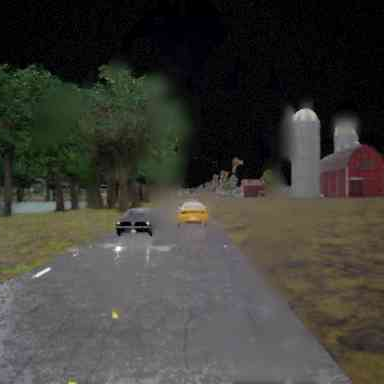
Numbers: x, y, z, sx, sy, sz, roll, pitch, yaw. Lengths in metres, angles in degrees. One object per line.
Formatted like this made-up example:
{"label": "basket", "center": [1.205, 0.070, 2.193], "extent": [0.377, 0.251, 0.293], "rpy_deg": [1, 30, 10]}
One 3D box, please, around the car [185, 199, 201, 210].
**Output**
{"label": "car", "center": [0.092, 1.609, 42.874], "extent": [1.895, 1.301, 4.718], "rpy_deg": [0, 0, 0]}

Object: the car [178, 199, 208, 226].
{"label": "car", "center": [0.086, 1.457, 22.924], "extent": [1.882, 1.535, 5.008], "rpy_deg": [0, 0, 0]}

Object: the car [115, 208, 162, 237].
{"label": "car", "center": [-2.809, 1.577, 18.167], "extent": [1.895, 1.301, 4.718], "rpy_deg": [0, 0, 1]}
